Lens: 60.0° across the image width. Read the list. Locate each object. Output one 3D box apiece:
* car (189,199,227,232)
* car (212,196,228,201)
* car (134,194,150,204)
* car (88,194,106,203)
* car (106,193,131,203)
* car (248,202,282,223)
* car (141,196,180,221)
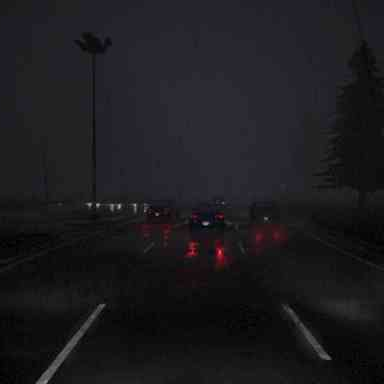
[{"bbox_3d":[0.896,1.314,18.287,1.812,1.442,4.674,0,1,6],"label":"car"},{"bbox_3d":[2.842,1.135,35.813,2.033,1.411,5.357,0,1,7],"label":"car"},{"bbox_3d":[-7.191,0.979,49.880,1.812,1.442,4.674,0,1,7],"label":"car"},{"bbox_3d":[-14.144,1.001,50.694,1.994,1.385,4.181,0,1,7],"label":"car"},{"bbox_3d":[-10.668,0.935,50.286,2.128,1.511,4.902,0,1,7],"label":"car"},{"bbox_3d":[4.880,1.336,22.943,1.895,1.301,4.718,0,1,6],"label":"car"},{"bbox_3d":[-2.014,1.247,24.105,1.812,1.442,4.674,0,1,6],"label":"car"}]
